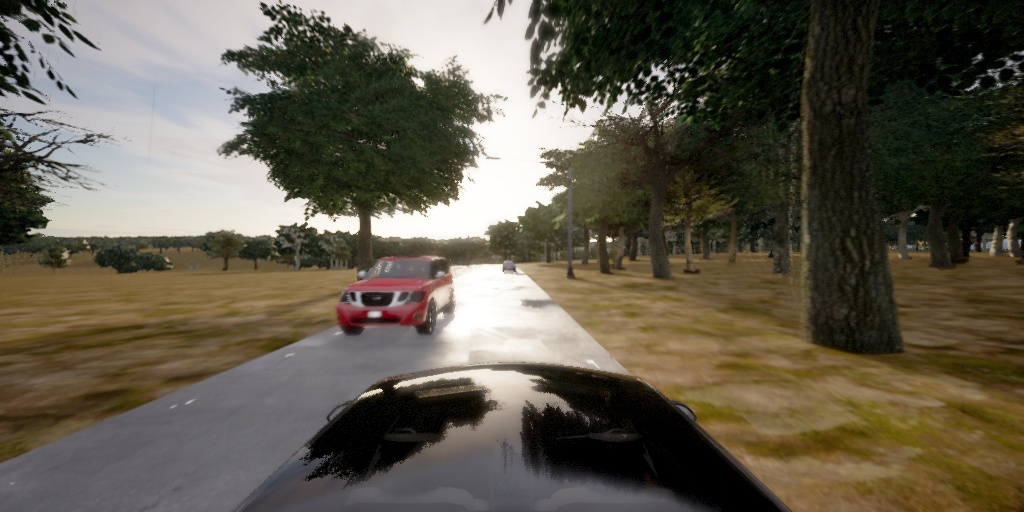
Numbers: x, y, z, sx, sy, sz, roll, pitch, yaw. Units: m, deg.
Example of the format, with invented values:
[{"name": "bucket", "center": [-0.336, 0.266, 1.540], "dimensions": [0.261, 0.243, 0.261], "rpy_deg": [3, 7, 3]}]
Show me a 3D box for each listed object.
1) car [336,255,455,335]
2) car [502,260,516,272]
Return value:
[{"name": "car", "center": [-3.102, 0.990, 10.873], "dimensions": [2.150, 2.045, 5.566], "rpy_deg": [0, -1, 0]}, {"name": "car", "center": [-0.425, 1.522, 51.276], "dimensions": [1.994, 1.385, 4.181], "rpy_deg": [0, 0, -1]}]
